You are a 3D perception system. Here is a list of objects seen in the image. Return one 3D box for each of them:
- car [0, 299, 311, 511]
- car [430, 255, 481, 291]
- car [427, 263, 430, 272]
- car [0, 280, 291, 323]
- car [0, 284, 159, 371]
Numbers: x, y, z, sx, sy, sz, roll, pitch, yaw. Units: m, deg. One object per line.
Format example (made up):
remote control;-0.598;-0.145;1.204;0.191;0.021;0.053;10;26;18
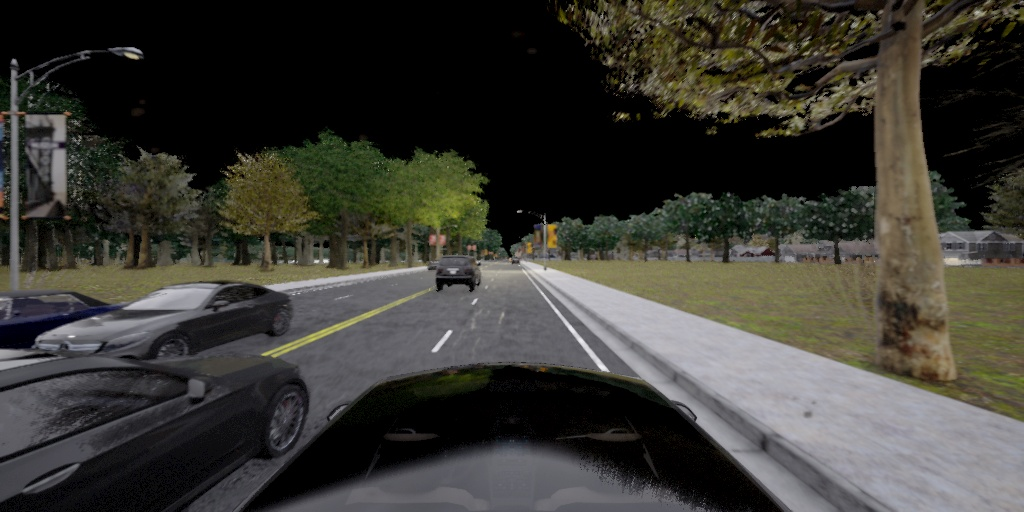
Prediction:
car;-3.150;1.276;2.054;1.812;1.442;4.674;0;0;0
car;-3.161;0.974;21.868;2.150;2.045;5.566;0;0;0
car;-9.855;1.270;47.379;1.837;1.490;4.892;0;0;0
car;-6.604;1.275;7.579;1.812;1.442;4.674;0;0;0
car;-9.855;1.350;6.695;1.895;1.301;4.718;0;0;0
